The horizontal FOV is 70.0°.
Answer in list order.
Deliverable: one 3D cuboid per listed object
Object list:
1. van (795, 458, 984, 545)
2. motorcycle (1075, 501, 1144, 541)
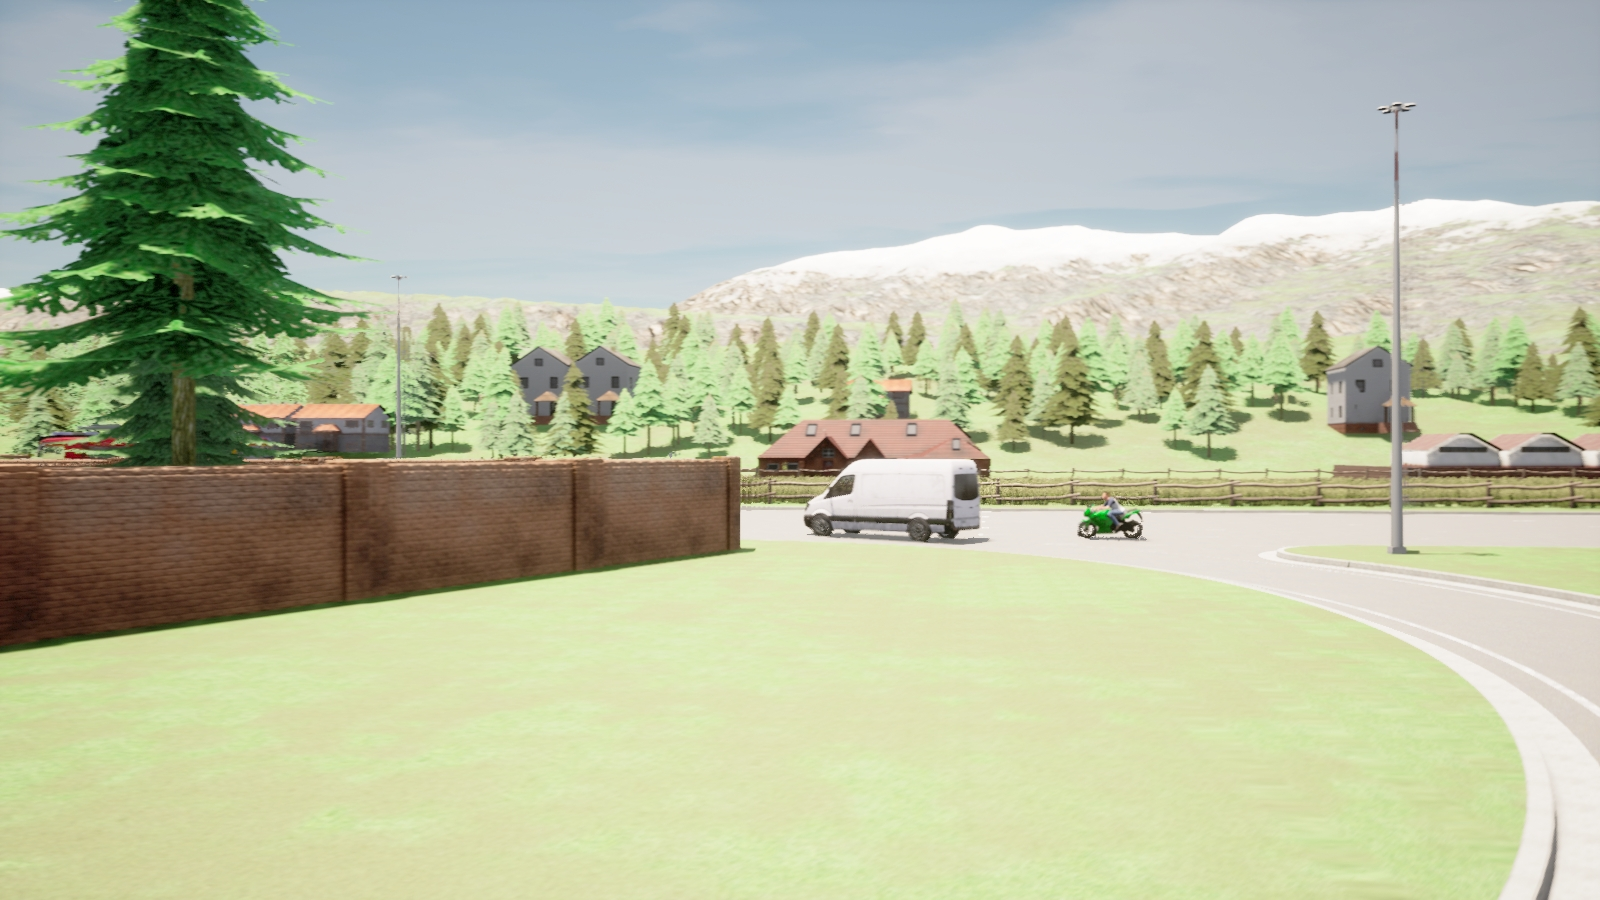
[{"bbox_3d":[2.803,1.570,36.821,5.915,2.561,1.988,0,-1,36],"label":"van"},{"bbox_3d":[9.728,2.216,35.964,2.033,1.199,0.803,0,0,8],"label":"motorcycle"}]
